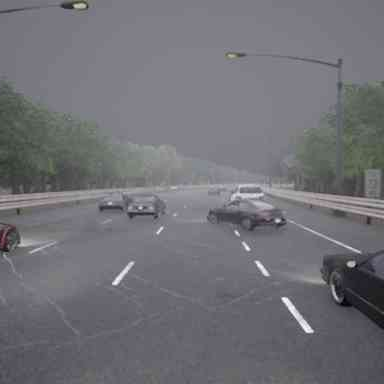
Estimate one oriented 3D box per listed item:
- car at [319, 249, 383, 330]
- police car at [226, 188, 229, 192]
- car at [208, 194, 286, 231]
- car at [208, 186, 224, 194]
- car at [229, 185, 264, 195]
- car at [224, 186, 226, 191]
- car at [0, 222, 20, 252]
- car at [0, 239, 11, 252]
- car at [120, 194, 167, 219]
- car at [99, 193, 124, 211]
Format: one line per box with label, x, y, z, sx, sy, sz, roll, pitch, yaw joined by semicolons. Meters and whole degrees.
car;3.511;1.415;4.392;2.033;1.411;5.357;0;2;1
police car;5.066;0.443;36.356;2.038;1.542;4.974;0;2;5
car;2.630;1.032;16.678;1.812;1.442;4.674;-1;2;-30
car;3.946;-0.185;57.853;2.128;1.511;4.902;0;2;9
car;4.267;0.465;25.738;2.150;2.045;5.566;0;2;4
car;7.587;-0.686;78.974;1.895;1.301;4.718;0;2;11
car;-6.771;1.277;9.451;1.994;1.385;4.181;0;2;1
car;-3.364;1.433;1.709;2.128;1.511;4.902;0;2;0
car;-2.846;0.903;21.774;2.033;1.411;5.357;0;2;3
car;-6.032;0.767;26.994;1.994;1.385;4.181;0;2;4
